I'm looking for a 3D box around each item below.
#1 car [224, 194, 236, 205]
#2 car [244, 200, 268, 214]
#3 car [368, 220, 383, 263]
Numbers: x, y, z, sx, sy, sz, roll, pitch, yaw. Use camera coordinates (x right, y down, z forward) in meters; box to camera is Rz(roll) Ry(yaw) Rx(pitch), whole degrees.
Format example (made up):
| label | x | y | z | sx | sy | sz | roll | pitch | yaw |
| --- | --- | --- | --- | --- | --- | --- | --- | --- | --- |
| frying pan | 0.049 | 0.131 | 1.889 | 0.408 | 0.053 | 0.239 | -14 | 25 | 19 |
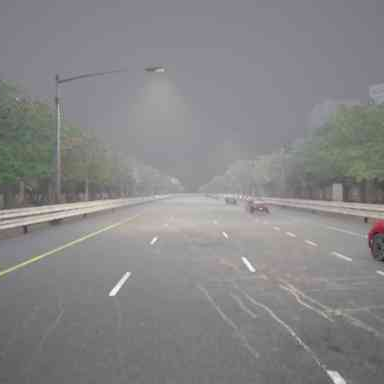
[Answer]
| label | x | y | z | sx | sy | sz | roll | pitch | yaw |
| --- | --- | --- | --- | --- | --- | --- | --- | --- | --- |
| car | 6.985 | 1.512 | 60.922 | 2.128 | 1.511 | 4.902 | 0 | 0 | 0 |
| car | 6.987 | 1.541 | 36.027 | 1.812 | 1.442 | 4.674 | 0 | 0 | 0 |
| car | 6.996 | 1.224 | 8.848 | 2.150 | 2.045 | 5.566 | 0 | 0 | 0 |
